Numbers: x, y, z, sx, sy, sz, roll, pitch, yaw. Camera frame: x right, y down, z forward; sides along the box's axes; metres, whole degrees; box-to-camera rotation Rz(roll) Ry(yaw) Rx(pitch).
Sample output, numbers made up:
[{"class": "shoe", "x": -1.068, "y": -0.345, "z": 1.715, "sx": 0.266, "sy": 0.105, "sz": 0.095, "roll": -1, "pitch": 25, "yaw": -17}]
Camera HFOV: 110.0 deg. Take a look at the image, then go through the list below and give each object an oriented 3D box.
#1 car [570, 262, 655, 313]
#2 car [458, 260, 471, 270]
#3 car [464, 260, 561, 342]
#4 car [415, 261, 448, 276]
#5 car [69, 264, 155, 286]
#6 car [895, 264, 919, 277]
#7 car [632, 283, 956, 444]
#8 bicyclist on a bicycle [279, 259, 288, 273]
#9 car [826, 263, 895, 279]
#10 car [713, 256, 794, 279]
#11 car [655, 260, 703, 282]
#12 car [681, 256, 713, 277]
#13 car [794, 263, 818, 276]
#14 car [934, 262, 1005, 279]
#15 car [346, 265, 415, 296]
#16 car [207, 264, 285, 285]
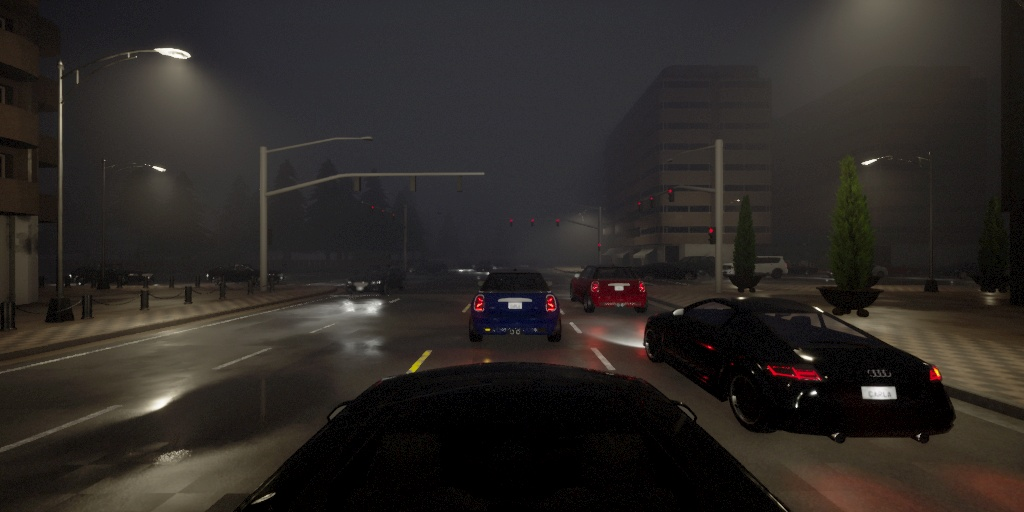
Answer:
[{"class": "car", "x": 3.609, "y": 1.102, "z": 14.172, "sx": 2.097, "sy": 1.767, "sz": 4.553, "roll": 0, "pitch": 0, "yaw": 0}, {"class": "car", "x": -6.634, "y": 1.314, "z": 53.098, "sx": 1.994, "sy": 1.385, "sz": 4.181, "roll": 0, "pitch": 0, "yaw": 4}, {"class": "car", "x": 0.085, "y": 1.102, "z": 9.945, "sx": 2.097, "sy": 1.767, "sz": 4.553, "roll": 0, "pitch": 0, "yaw": 0}, {"class": "car", "x": -9.058, "y": 1.280, "z": 38.985, "sx": 2.128, "sy": 1.511, "sz": 4.902, "roll": 1, "pitch": 1, "yaw": 33}, {"class": "car", "x": -28.522, "y": 1.297, "z": 25.671, "sx": 4.902, "sy": 1.511, "sz": 2.128, "roll": 0, "pitch": 0, "yaw": 0}, {"class": "car", "x": 38.238, "y": 1.406, "z": 36.598, "sx": 4.718, "sy": 1.301, "sz": 1.895, "roll": 0, "pitch": 0, "yaw": 0}, {"class": "car", "x": 3.608, "y": 1.314, "z": 5.531, "sx": 1.994, "sy": 1.385, "sz": 4.181, "roll": 0, "pitch": 0, "yaw": 0}, {"class": "bicyclist on a bicycle", "x": -25.600, "y": 1.106, "z": 40.164, "sx": 0.582, "sy": 1.620, "sz": 1.656, "roll": 0, "pitch": 0, "yaw": 0}, {"class": "car", "x": 31.815, "y": 1.331, "z": 33.081, "sx": 4.674, "sy": 1.442, "sz": 1.812, "roll": 0, "pitch": 0, "yaw": 0}, {"class": "car", "x": 22.178, "y": 1.027, "z": 33.051, "sx": 5.566, "sy": 2.045, "sz": 2.150, "roll": 0, "pitch": 0, "yaw": 0}, {"class": "car", "x": 12.498, "y": 1.285, "z": 29.485, "sx": 5.008, "sy": 1.535, "sz": 1.882, "roll": 0, "pitch": 0, "yaw": 4}, {"class": "car", "x": 18.432, "y": 1.028, "z": 36.537, "sx": 5.566, "sy": 2.045, "sz": 2.150, "roll": 0, "pitch": 0, "yaw": 0}, {"class": "car", "x": 28.192, "y": 1.406, "z": 36.571, "sx": 4.718, "sy": 1.301, "sz": 1.895, "roll": 0, "pitch": 0, "yaw": 0}, {"class": "car", "x": 42.139, "y": 1.283, "z": 33.101, "sx": 5.008, "sy": 1.535, "sz": 1.882, "roll": 0, "pitch": 0, "yaw": 0}, {"class": "car", "x": -7.066, "y": 1.241, "z": 19.147, "sx": 2.128, "sy": 1.511, "sz": 4.902, "roll": 0, "pitch": 0, "yaw": 0}, {"class": "car", "x": -18.988, "y": 1.297, "z": 25.704, "sx": 4.902, "sy": 1.511, "sz": 2.128, "roll": 0, "pitch": 0, "yaw": 0}]
